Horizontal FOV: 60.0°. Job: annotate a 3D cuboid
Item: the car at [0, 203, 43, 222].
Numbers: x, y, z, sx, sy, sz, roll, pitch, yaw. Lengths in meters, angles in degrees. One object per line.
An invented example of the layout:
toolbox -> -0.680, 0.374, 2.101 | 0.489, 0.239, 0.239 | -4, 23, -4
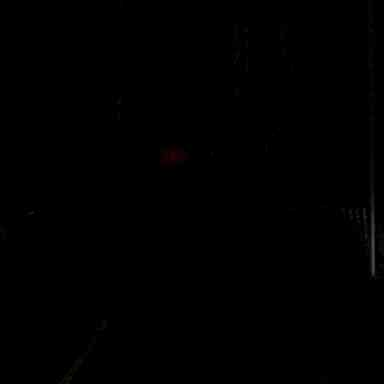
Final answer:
car -> -14.438, 1.579, 26.230 | 5.008, 1.535, 1.882 | 1, -1, 0

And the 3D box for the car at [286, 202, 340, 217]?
car -> 11.632, 1.615, 32.088 | 4.829, 1.417, 1.752 | 0, -1, 0
